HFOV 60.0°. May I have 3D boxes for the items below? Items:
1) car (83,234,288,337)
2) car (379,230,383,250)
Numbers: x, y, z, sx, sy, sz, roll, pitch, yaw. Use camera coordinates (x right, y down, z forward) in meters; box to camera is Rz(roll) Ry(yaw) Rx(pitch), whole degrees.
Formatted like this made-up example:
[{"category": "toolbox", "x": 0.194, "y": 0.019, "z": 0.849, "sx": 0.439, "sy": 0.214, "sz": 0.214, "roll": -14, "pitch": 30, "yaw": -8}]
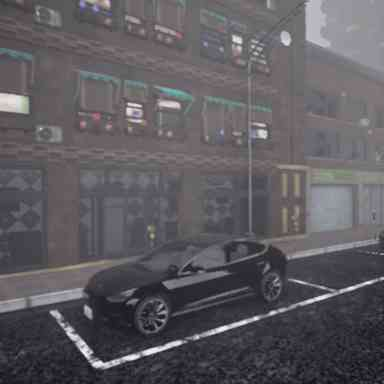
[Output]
[{"category": "car", "x": 0.098, "y": 1.564, "z": 6.638, "sx": 4.313, "sy": 1.339, "sz": 1.947, "roll": 0, "pitch": 0, "yaw": -35}, {"category": "car", "x": 9.091, "y": 1.560, "z": 13.054, "sx": 4.313, "sy": 1.339, "sz": 1.947, "roll": 0, "pitch": 0, "yaw": -35}]
